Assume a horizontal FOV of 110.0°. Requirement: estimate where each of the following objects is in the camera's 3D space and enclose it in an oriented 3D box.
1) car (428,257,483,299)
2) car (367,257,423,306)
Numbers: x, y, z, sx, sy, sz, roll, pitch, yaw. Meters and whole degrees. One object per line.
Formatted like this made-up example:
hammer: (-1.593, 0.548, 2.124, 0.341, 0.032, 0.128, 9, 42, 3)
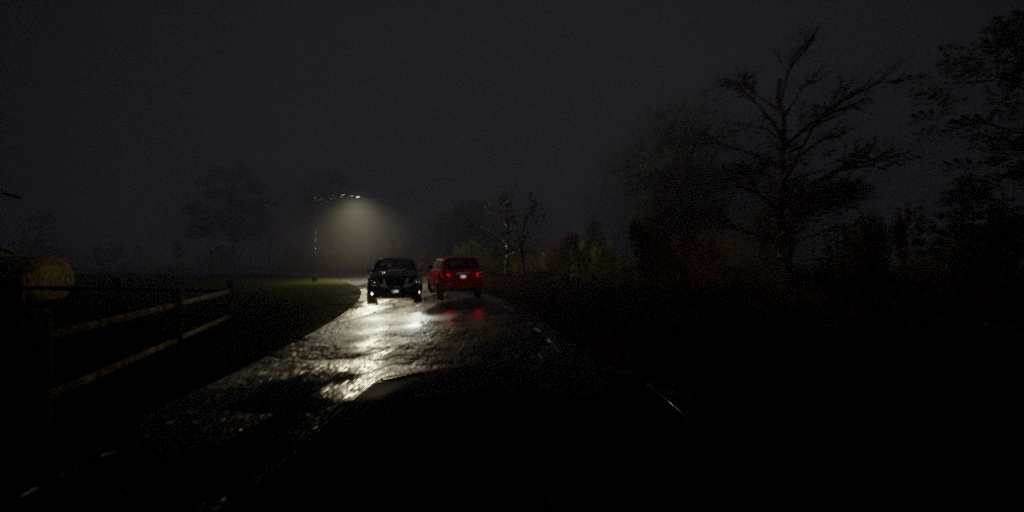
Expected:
car: (-3.132, 1.054, 19.046, 2.150, 2.045, 5.566, 0, 0, -19)
car: (-5.481, 1.064, 16.883, 2.150, 2.045, 5.566, 0, 0, -18)
